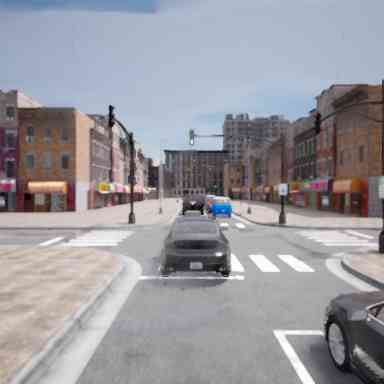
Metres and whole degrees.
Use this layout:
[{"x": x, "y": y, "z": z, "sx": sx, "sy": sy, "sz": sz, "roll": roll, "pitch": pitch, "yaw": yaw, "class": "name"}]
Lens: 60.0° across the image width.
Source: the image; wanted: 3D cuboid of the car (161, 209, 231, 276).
[{"x": 0.102, "y": 1.513, "z": 10.362, "sx": 1.837, "sy": 1.490, "sz": 4.892, "roll": 0, "pitch": 0, "yaw": 0, "class": "car"}]

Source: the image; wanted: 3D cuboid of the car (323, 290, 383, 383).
[{"x": 2.636, "y": 1.551, "z": 2.890, "sx": 2.008, "sy": 1.369, "sz": 4.403, "roll": 0, "pitch": 0, "yaw": 0, "class": "car"}]

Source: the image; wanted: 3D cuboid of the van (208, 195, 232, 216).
[{"x": 2.634, "y": 1.358, "z": 29.893, "sx": 1.690, "sy": 1.788, "sz": 3.998, "roll": 0, "pitch": 0, "yaw": 0, "class": "van"}]

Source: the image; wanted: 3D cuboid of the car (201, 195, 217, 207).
[{"x": 2.631, "y": 1.357, "z": 51.792, "sx": 2.192, "sy": 1.841, "sz": 5.009, "roll": 0, "pitch": 0, "yaw": 0, "class": "car"}]

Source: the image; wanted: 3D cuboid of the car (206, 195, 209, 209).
[{"x": 2.634, "y": 1.463, "z": 35.368, "sx": 1.967, "sy": 1.590, "sz": 4.097, "roll": 0, "pitch": 0, "yaw": 0, "class": "car"}]

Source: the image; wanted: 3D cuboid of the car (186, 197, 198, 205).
[{"x": 0.004, "y": 1.602, "z": 60.691, "sx": 2.033, "sy": 1.411, "sz": 5.357, "roll": 0, "pitch": 0, "yaw": 0, "class": "car"}]

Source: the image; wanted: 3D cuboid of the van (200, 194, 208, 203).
[{"x": 2.632, "y": 1.414, "z": 73.696, "sx": 1.690, "sy": 1.788, "sz": 3.998, "roll": 0, "pitch": 0, "yaw": 0, "class": "van"}]

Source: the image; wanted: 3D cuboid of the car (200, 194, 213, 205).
[{"x": 2.632, "y": 1.372, "z": 62.745, "sx": 2.192, "sy": 1.841, "sz": 5.009, "roll": 0, "pitch": 0, "yaw": 0, "class": "car"}]

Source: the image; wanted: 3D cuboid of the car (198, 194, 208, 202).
[{"x": 2.631, "y": 1.395, "z": 79.171, "sx": 2.192, "sy": 1.841, "sz": 5.009, "roll": 0, "pitch": 0, "yaw": 0, "class": "car"}]

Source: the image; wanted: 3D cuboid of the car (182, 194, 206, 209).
[{"x": 0.097, "y": 1.244, "z": 35.314, "sx": 2.150, "sy": 2.045, "sz": 5.566, "roll": 0, "pitch": 0, "yaw": 0, "class": "car"}]
